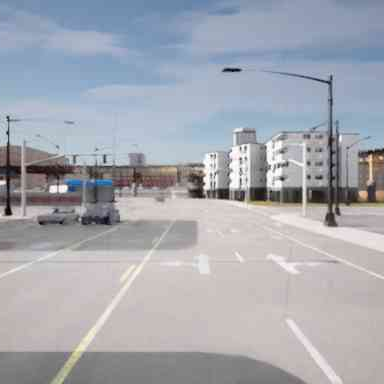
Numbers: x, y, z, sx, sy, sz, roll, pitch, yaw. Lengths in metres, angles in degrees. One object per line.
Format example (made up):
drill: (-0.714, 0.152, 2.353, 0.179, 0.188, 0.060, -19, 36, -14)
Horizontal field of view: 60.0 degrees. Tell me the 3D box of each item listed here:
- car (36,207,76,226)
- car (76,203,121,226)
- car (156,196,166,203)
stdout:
car: (-10.547, 1.915, 26.657, 1.895, 1.301, 4.718, 0, -1, 1)
car: (-7.052, 1.660, 26.097, 2.097, 1.767, 4.553, 0, 0, 0)
car: (-7.380, 1.725, 78.554, 1.837, 1.490, 4.892, 0, 0, -11)
